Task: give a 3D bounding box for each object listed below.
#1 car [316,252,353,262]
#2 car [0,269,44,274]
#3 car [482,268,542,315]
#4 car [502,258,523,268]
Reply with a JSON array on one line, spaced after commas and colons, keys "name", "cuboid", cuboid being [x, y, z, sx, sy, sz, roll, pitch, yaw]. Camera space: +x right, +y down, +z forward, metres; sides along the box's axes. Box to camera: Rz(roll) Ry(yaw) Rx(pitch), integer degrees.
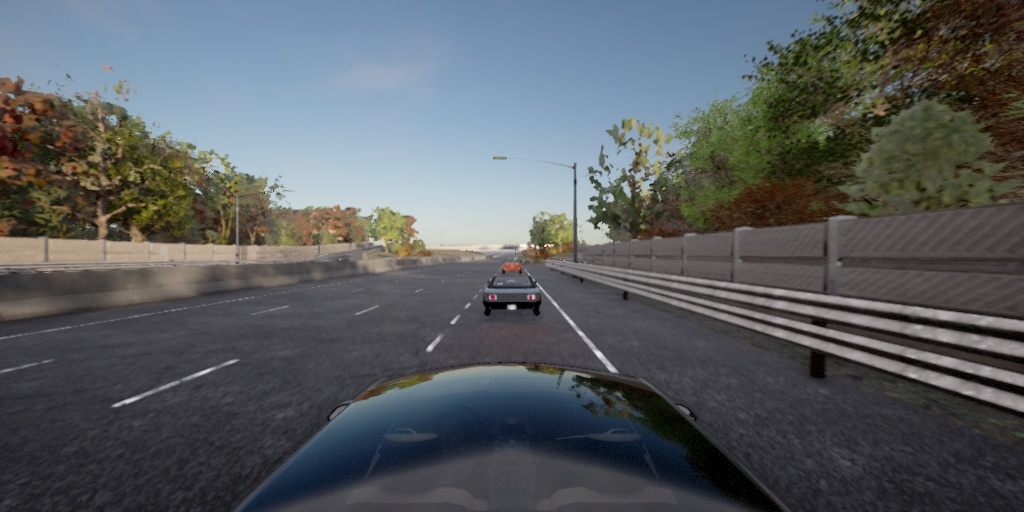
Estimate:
[{"name": "car", "cuboid": [-21.003, 0.877, 42.351, 2.150, 2.045, 5.566, 0, 0, 1]}, {"name": "car", "cuboid": [-24.570, 1.308, 17.144, 1.895, 1.301, 4.718, 0, 0, 0]}, {"name": "car", "cuboid": [0.005, 1.314, 13.417, 1.895, 1.301, 4.718, 0, 0, 0]}, {"name": "car", "cuboid": [0.016, 1.004, 39.950, 2.097, 1.767, 4.553, 0, 0, 0]}]
